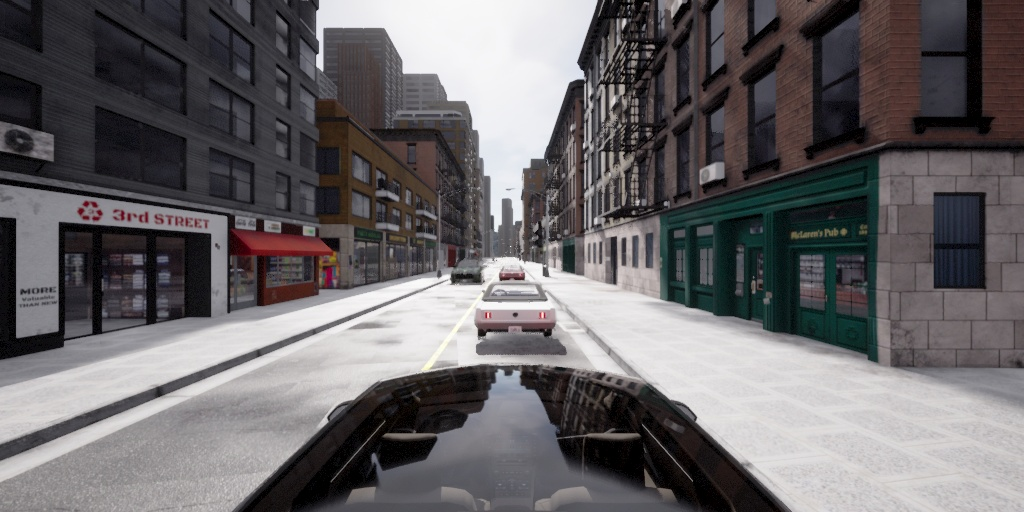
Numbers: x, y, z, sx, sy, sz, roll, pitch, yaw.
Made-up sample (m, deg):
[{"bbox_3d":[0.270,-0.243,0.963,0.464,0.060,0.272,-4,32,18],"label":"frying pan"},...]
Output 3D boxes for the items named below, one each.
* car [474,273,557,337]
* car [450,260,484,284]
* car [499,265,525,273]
[{"bbox_3d":[0.064,1.350,10.230,1.895,1.301,4.718,0,0,0],"label":"car"},{"bbox_3d":[-3.204,1.095,26.454,2.097,1.767,4.553,0,0,0],"label":"car"},{"bbox_3d":[-0.006,1.344,27.048,1.895,1.301,4.718,0,0,0],"label":"car"}]
